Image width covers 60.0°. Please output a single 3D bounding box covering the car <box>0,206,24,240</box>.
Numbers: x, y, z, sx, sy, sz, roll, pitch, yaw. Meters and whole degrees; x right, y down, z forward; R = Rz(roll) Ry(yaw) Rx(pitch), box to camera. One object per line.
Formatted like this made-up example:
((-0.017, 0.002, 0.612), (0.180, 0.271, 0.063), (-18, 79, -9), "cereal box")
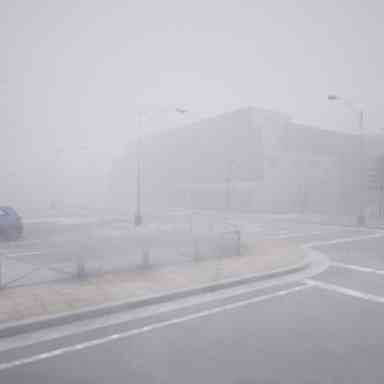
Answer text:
((-9.333, 1.375, 14.354), (3.633, 1.501, 1.845), (0, 0, -35), "car")
